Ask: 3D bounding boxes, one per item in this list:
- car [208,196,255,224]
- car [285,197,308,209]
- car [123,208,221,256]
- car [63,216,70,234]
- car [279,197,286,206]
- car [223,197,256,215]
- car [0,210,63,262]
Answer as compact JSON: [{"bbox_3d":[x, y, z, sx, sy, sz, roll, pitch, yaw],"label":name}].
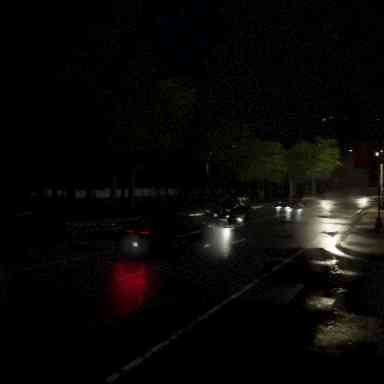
[{"bbox_3d":[3.159,1.401,27.508,2.150,2.045,5.566,0,0,30],"label":"car"},{"bbox_3d":[15.631,1.652,48.753,1.837,1.490,4.892,0,0,31],"label":"car"},{"bbox_3d":[-0.779,1.621,13.918,1.837,1.490,4.892,0,0,30],"label":"car"},{"bbox_3d":[-7.875,1.603,15.050,2.128,1.511,4.902,0,0,30],"label":"car"},{"bbox_3d":[15.990,1.642,55.752,1.837,1.490,4.892,0,0,30],"label":"car"},{"bbox_3d":[5.487,1.539,37.898,2.097,1.767,4.553,0,0,31],"label":"car"},{"bbox_3d":[-6.840,1.559,10.378,1.882,1.535,5.008,0,0,30],"label":"car"}]
